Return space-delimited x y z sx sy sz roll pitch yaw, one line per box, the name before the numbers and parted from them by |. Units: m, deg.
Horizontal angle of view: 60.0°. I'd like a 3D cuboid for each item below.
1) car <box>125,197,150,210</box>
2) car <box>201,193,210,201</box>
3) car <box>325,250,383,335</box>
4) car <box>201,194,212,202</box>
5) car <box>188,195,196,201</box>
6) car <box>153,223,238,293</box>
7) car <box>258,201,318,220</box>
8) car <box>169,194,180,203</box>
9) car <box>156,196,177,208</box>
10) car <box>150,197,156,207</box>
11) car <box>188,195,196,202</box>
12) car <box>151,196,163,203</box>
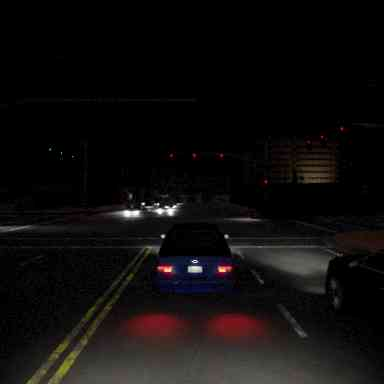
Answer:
car | -7.194 1.491 42.628 2.128 1.511 4.902 0 0 2
car | 3.395 1.228 84.712 2.097 1.767 4.553 0 0 0
car | 3.557 1.491 4.721 2.128 1.511 4.902 0 0 0
car | 3.407 1.344 74.756 2.097 1.767 4.553 0 0 0
car | -0.105 1.425 84.736 1.994 1.385 4.181 0 0 0
car | 0.072 1.547 8.962 2.033 1.411 5.357 0 0 0
car | 7.936 1.506 27.646 4.892 1.490 1.837 0 0 -8
car | -3.651 1.492 58.008 2.128 1.511 4.902 0 0 0
car | -3.649 1.601 47.643 1.895 1.301 4.718 0 0 0
car | -7.156 1.547 52.942 2.033 1.411 5.357 0 0 0
car | -0.092 1.531 74.462 2.033 1.411 5.357 0 0 0
car | -7.092 1.601 68.033 1.895 1.301 4.718 0 0 0
